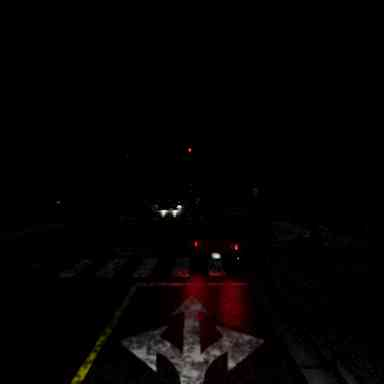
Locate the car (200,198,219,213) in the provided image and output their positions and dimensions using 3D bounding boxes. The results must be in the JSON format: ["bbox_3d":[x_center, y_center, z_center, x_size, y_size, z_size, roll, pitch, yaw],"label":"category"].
[{"bbox_3d":[2.313,1.789,40.787,1.947,1.339,4.313,0,0,0],"label":"car"}]

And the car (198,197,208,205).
[{"bbox_3d":[2.319,1.874,51.810,1.802,1.307,4.206,0,0,0],"label":"car"}]

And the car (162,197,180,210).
[{"bbox_3d":[-3.155,1.744,47.677,1.882,1.535,5.008,0,0,0],"label":"car"}]

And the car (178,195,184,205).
[{"bbox_3d":[-3.093,1.872,63.181,1.837,1.490,4.892,0,0,1],"label":"car"}]

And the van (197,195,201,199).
[{"bbox_3d":[2.326,1.706,62.832,1.690,1.788,3.998,0,0,0],"label":"van"}]

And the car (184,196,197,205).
[{"bbox_3d":[-0.308,1.965,68.351,1.994,1.385,4.181,0,0,0],"label":"car"}]

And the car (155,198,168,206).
[{"bbox_3d":[-5.699,1.916,62.835,2.008,1.369,4.403,0,0,0],"label":"car"}]

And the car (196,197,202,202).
[{"bbox_3d":[1.934,2.123,94.755,1.812,1.442,4.674,0,0,0],"label":"car"}]

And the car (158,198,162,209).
[{"bbox_3d":[-5.709,1.697,46.304,1.967,1.590,4.097,0,0,0],"label":"car"}]

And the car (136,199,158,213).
[{"bbox_3d":[-5.712,1.664,40.793,1.967,1.590,4.097,0,0,0],"label":"car"}]

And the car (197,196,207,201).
[{"bbox_3d":[2.322,1.894,57.320,1.947,1.339,4.313,0,0,0],"label":"car"}]

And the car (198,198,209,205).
[{"bbox_3d":[2.329,1.954,68.341,2.008,1.369,4.403,0,0,0],"label":"car"}]

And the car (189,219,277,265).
[{"bbox_3d":[1.704,1.640,12.110,1.895,1.301,4.718,0,0,26],"label":"car"}]

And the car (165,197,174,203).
[{"bbox_3d":[-5.686,2.075,84.877,2.008,1.369,4.403,0,0,0],"label":"car"}]

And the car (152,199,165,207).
[{"bbox_3d":[-5.702,1.910,57.324,1.802,1.307,4.206,0,0,0],"label":"car"}]

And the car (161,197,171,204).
[{"bbox_3d":[-5.693,1.883,73.857,1.967,1.590,4.097,0,0,0],"label":"car"}]
